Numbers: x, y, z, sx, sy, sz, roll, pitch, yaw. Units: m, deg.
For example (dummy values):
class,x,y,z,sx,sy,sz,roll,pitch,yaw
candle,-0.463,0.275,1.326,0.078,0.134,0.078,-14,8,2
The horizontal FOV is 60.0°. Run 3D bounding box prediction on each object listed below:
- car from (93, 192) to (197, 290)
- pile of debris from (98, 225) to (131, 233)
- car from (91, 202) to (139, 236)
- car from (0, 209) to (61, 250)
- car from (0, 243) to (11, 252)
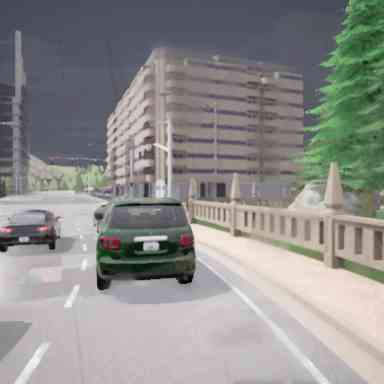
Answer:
class,x,y,z,sx,sy,sz,roll,pitch,yaw
car,-1.447,1.142,9.141,2.150,2.045,5.566,0,0,-14
pile of debris,-4.275,2.020,18.190,1.500,0.140,1.860,0,1,-21
car,-4.525,1.387,18.846,2.033,1.411,5.357,0,1,-20
car,-6.352,1.414,13.372,1.812,1.442,4.674,0,1,-18
car,-3.806,1.575,3.191,1.895,1.301,4.718,0,1,-6
